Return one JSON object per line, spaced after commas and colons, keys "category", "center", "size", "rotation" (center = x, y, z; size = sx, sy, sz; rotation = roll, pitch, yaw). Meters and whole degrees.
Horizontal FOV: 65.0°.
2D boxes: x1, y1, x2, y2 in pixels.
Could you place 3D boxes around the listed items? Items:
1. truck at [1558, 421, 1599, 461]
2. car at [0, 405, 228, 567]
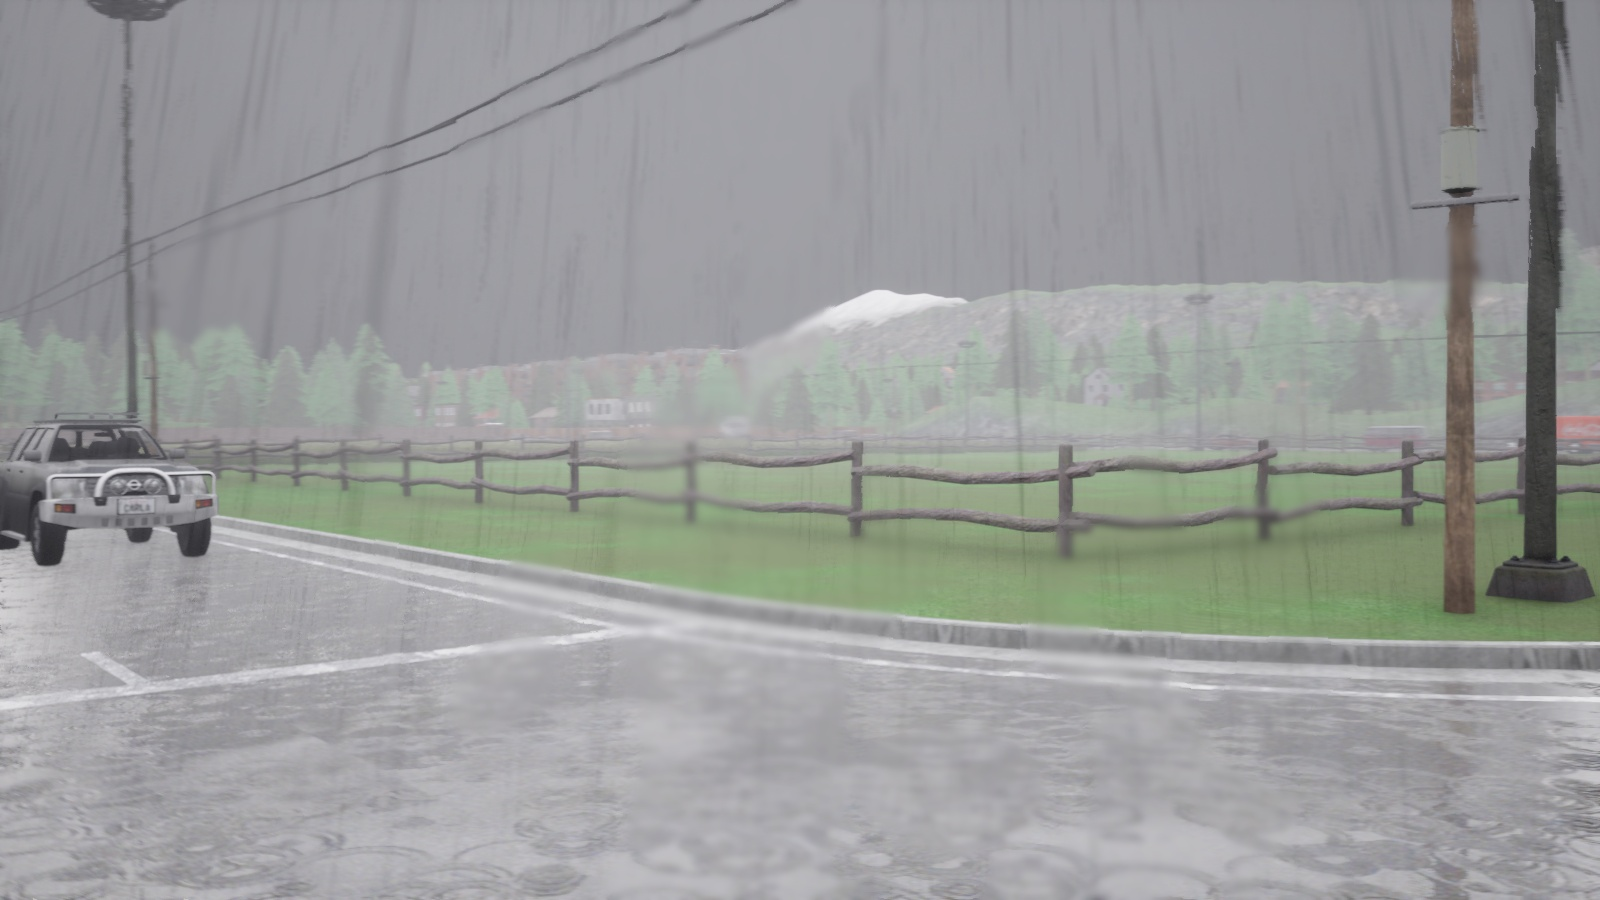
{"category": "truck", "center": [51.080, -0.516, 79.001], "size": [2.627, 2.467, 5.204], "rotation": [0, 3, -41]}
{"category": "car", "center": [-9.341, 0.377, 16.756], "size": [1.932, 1.855, 4.605], "rotation": [0, 1, -40]}
